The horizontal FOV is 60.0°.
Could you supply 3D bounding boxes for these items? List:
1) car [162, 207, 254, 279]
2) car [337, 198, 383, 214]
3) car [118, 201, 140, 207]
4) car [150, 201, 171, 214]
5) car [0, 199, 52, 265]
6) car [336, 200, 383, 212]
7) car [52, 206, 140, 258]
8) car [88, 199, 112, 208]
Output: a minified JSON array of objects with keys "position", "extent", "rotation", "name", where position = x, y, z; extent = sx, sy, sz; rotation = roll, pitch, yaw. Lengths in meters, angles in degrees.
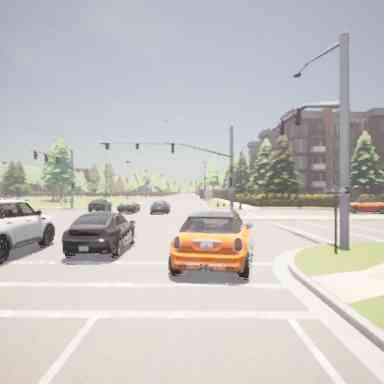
[{"position":[0.803,1.368,10.421],"extent":[2.097,1.767,4.553],"rotation":[0,0,12],"name":"car"},{"position":[18.233,1.410,35.777],"extent":[4.553,1.767,2.097],"rotation":[0,0,0],"name":"car"},{"position":[-6.907,1.659,36.793],"extent":[1.895,1.301,4.718],"rotation":[0,0,0],"name":"car"},{"position":[-3.407,1.622,36.461],"extent":[1.994,1.385,4.181],"rotation":[0,0,0],"name":"car"},{"position":[-6.900,1.243,11.818],"extent":[2.150,2.045,5.566],"rotation":[0,0,0],"name":"car"},{"position":[19.793,1.663,39.287],"extent":[4.718,1.301,1.895],"rotation":[0,0,0],"name":"car"},{"position":[-3.402,1.527,12.866],"extent":[1.837,1.490,4.892],"rotation":[0,0,0],"name":"car"},{"position":[-10.408,1.565,37.854],"extent":[1.837,1.490,4.892],"rotation":[0,0,0],"name":"car"}]
